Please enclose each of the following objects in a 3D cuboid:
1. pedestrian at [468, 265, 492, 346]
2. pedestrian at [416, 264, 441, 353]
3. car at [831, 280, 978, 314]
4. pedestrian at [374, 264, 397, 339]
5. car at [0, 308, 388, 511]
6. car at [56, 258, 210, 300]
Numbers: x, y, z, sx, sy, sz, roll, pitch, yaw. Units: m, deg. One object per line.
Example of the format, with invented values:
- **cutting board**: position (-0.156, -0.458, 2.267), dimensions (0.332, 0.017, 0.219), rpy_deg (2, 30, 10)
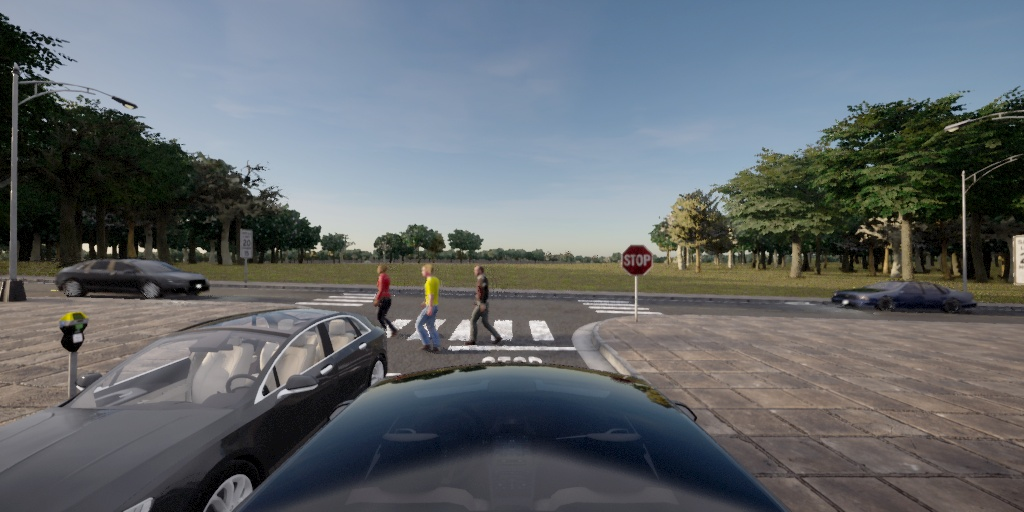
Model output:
- **pedestrian**: position (-0.702, 1.045, 7.955), dimensions (0.375, 1.860, 0.375), rpy_deg (1, -1, 0)
- **pedestrian**: position (-1.676, 1.045, 7.355), dimensions (0.375, 1.860, 0.375), rpy_deg (1, -1, 0)
- **car**: position (18.501, 1.875, 17.019), dimensions (5.357, 1.411, 2.033), rpy_deg (2, -1, 0)
- **pedestrian**: position (-3.057, 1.044, 8.555), dimensions (0.375, 1.860, 0.375), rpy_deg (1, -1, 0)
- **car**: position (-2.638, 1.301, 3.614), dimensions (2.007, 1.370, 4.403), rpy_deg (0, 0, 0)
- **car**: position (-14.724, 0.870, 14.079), dimensions (4.892, 1.490, 1.837), rpy_deg (2, -1, 0)
